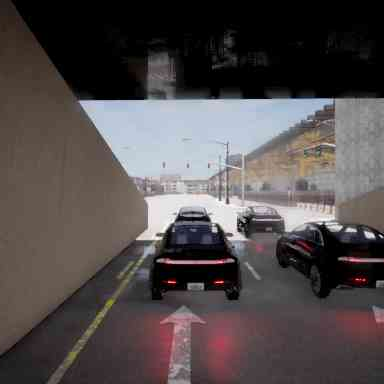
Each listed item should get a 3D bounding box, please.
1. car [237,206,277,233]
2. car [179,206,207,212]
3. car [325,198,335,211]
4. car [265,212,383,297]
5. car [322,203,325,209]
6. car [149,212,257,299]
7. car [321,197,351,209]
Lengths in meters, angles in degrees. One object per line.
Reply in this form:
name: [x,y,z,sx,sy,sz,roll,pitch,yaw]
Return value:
car: [3.539,1.491,17.721,2.128,1.511,4.902,0,0,0]
car: [0.041,1.505,17.546,1.837,1.490,4.892,0,0,0]
car: [17.316,1.452,35.509,2.038,1.542,4.974,0,0,-35]
car: [3.559,1.492,8.588,2.128,1.511,4.902,0,0,0]
car: [17.405,1.452,40.116,2.038,1.542,4.974,0,0,45]
car: [0.063,1.492,8.425,2.128,1.511,4.902,0,0,0]
car: [17.442,1.295,40.153,1.853,1.218,4.536,0,0,45]
